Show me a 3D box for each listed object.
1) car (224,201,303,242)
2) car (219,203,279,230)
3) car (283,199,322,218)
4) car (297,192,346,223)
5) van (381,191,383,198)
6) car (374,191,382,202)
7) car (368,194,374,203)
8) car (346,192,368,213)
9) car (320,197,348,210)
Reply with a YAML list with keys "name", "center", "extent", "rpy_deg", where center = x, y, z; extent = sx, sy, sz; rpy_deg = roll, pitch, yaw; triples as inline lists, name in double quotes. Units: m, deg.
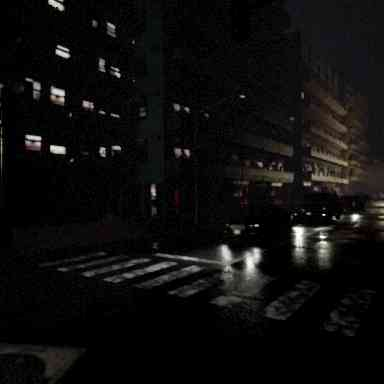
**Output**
- name: "car"
  center: [3.289, 1.375, 15.791]
  extent: [2.128, 1.511, 4.902]
  rpy_deg: [-1, 0, 36]
- name: "car"
  center: [3.673, 1.440, 20.865]
  extent: [1.887, 1.381, 4.507]
  rpy_deg: [-1, 0, 36]
- name: "car"
  center: [9.687, 1.366, 28.983]
  extent: [2.008, 1.369, 4.403]
  rpy_deg: [-1, 0, 36]
- name: "car"
  center: [9.146, 1.027, 23.861]
  extent: [2.150, 2.045, 5.566]
  rpy_deg: [-1, 0, 35]
- name: "van"
  center: [42.994, 0.739, 74.799]
  extent: [1.690, 1.788, 3.998]
  rpy_deg: [-1, 0, 36]
- name: "car"
  center: [33.004, 1.067, 61.054]
  extent: [2.008, 1.369, 4.403]
  rpy_deg: [-1, 0, 36]
- name: "car"
  center: [26.339, 0.914, 51.891]
  extent: [2.192, 1.841, 5.009]
  rpy_deg: [-1, 0, 36]
- name: "car"
  center: [15.215, 1.078, 32.179]
  extent: [2.097, 1.767, 4.553]
  rpy_deg: [-1, 0, 36]
- name: "car"
  center: [16.350, 1.293, 38.147]
  extent: [1.947, 1.339, 4.313]
  rpy_deg: [-1, 0, 36]
